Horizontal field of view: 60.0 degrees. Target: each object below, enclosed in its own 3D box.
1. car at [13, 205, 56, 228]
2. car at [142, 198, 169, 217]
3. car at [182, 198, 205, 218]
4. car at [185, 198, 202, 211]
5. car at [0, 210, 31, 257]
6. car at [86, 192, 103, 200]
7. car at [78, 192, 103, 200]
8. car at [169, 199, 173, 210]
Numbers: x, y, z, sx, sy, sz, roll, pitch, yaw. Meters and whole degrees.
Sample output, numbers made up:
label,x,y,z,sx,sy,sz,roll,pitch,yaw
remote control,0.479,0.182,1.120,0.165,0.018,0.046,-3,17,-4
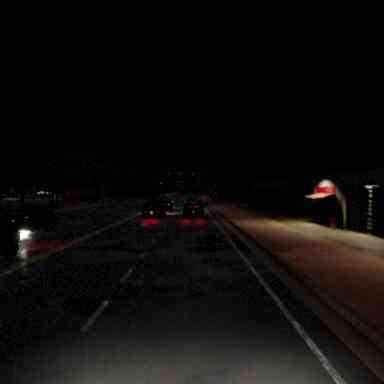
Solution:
label,x,y,z,sx,sy,sz,roll,pitch,yaw
car,-10.542,1.537,21.639,1.994,1.385,4.181,0,0,0
car,-3.399,1.469,30.339,1.837,1.490,4.892,0,0,0
car,0.120,1.454,29.926,2.128,1.511,4.902,0,0,0
car,0.130,1.498,41.011,2.033,1.411,5.357,0,0,-1
car,-7.058,1.513,10.159,1.812,1.442,4.674,0,0,0
car,-24.848,1.052,85.125,3.866,1.878,1.905,0,0,0
car,-24.906,1.052,82.231,4.605,1.855,1.932,0,0,0
car,-3.405,1.498,41.374,2.033,1.411,5.357,0,0,1
